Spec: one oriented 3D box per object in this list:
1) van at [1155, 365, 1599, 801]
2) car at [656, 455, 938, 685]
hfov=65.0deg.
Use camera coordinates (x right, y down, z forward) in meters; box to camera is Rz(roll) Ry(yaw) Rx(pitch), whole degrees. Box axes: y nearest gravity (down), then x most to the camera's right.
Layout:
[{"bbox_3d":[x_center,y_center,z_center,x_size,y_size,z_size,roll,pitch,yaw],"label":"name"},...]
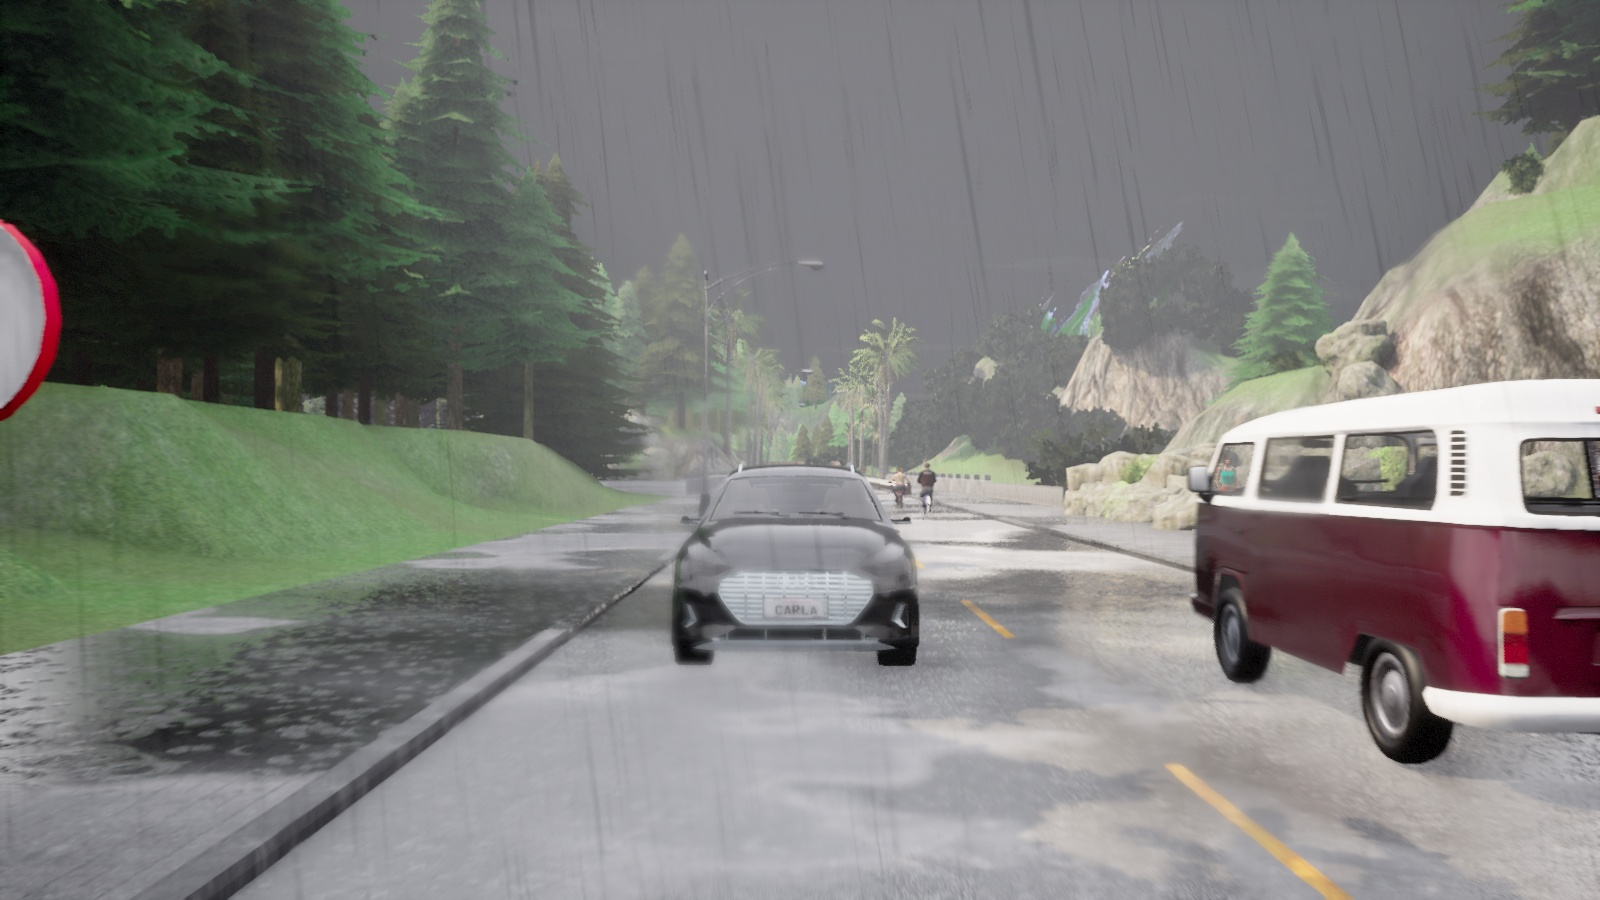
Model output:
[{"bbox_3d":[3.978,0.642,8.128,2.069,2.038,4.480,0,-1,0],"label":"van"},{"bbox_3d":[-0.029,0.914,11.499,2.033,1.649,4.856,0,-1,0],"label":"car"}]
